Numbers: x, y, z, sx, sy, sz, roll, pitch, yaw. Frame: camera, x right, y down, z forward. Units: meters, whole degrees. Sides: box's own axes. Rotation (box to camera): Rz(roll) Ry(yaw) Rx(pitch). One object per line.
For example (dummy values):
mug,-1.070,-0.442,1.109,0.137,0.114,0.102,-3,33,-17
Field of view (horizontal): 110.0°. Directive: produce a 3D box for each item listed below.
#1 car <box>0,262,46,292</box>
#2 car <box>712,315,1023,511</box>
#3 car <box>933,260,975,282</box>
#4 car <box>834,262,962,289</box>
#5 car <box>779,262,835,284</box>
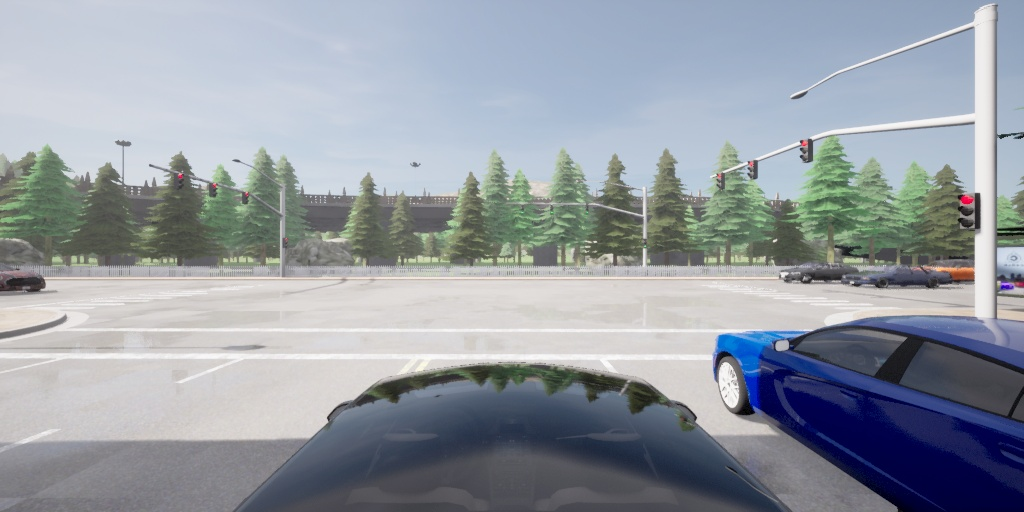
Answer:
car,-27.080,1.047,18.309,4.553,1.767,2.097,0,0,-1
car,3.641,1.228,2.940,1.882,1.535,5.008,0,0,2
car,30.842,1.046,25.358,4.553,1.767,2.097,0,0,2
car,23.559,1.242,22.025,5.357,1.411,2.033,0,0,0
car,21.751,1.186,25.510,4.902,1.511,2.128,0,0,0
